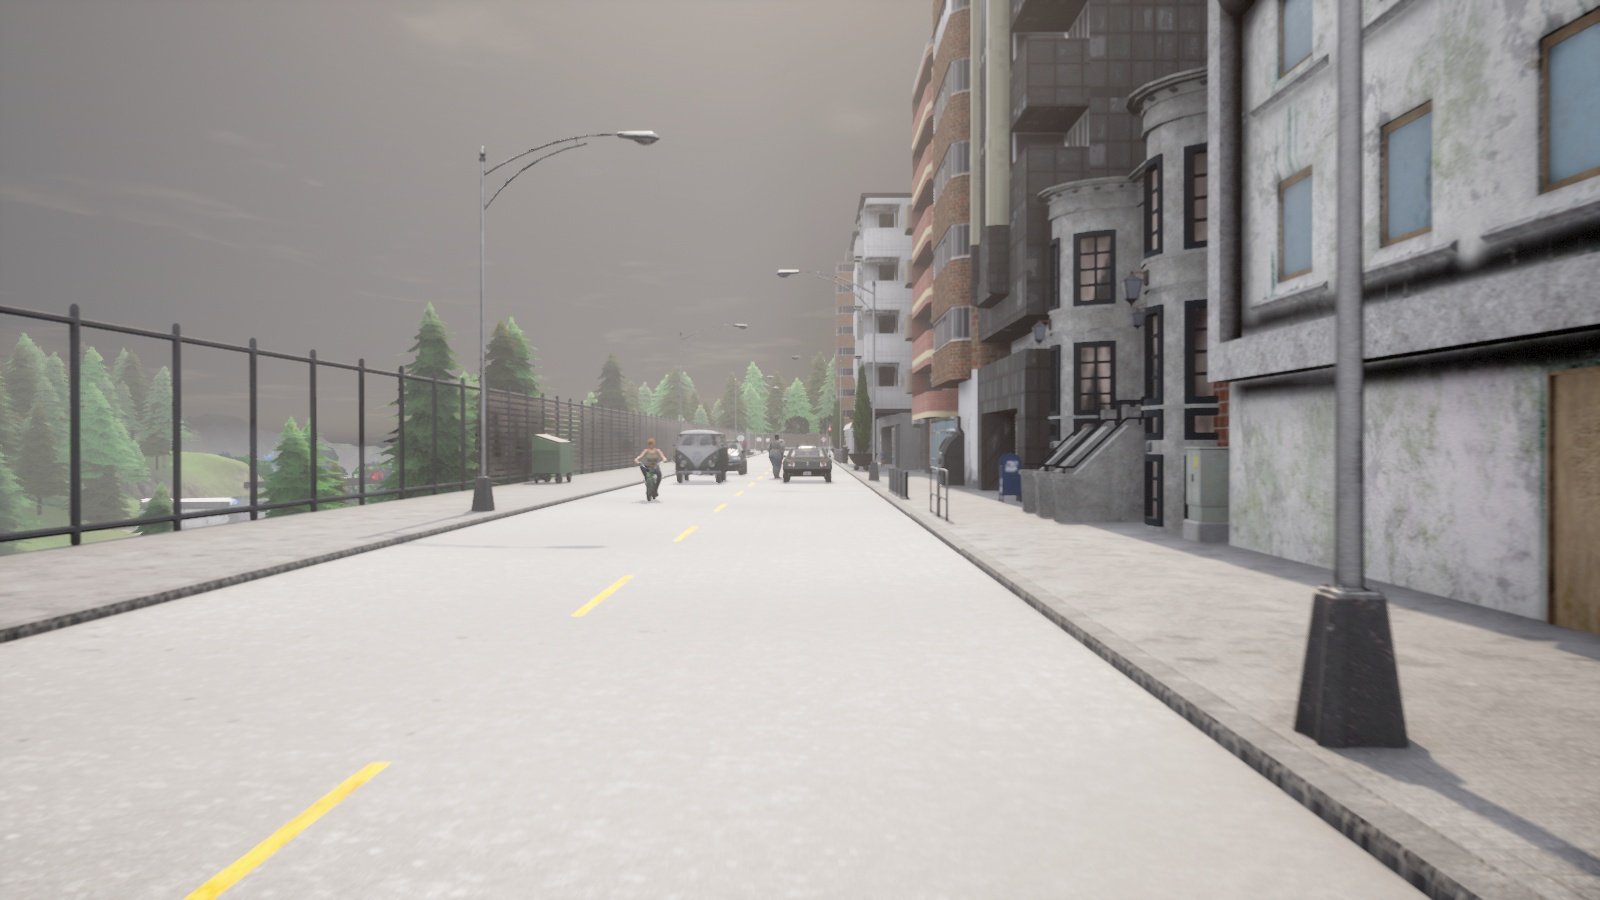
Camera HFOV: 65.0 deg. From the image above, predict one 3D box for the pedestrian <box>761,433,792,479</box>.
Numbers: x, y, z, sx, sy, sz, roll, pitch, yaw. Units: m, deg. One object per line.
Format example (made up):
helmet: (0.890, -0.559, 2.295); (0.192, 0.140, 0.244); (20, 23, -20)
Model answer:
pedestrian: (-0.961, 0.250, 51.730); (0.874, 1.855, 0.900); (0, 0, 45)

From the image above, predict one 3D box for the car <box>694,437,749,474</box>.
car: (-3.654, 0.254, 59.221); (2.242, 1.667, 4.611); (0, 0, 0)

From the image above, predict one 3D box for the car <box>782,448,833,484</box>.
car: (0.285, 0.573, 48.622); (1.895, 1.301, 4.718); (0, 0, 0)

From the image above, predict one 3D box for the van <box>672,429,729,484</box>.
van: (-3.719, 0.228, 47.537); (1.775, 1.987, 4.442); (0, 0, 0)

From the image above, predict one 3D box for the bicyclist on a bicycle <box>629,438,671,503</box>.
bicyclist on a bicycle: (-3.802, 0.500, 31.902); (0.866, 1.612, 1.509); (0, 0, 1)
